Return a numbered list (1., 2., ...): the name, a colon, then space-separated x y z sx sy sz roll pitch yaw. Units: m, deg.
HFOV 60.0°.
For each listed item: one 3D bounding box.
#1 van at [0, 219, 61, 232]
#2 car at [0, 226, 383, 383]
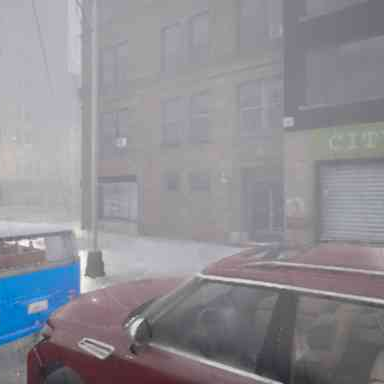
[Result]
1. van: -3.637 1.352 5.676 3.998 1.788 1.690 0 0 36
2. car: 0.860 1.316 2.469 5.009 1.841 2.192 0 0 36
